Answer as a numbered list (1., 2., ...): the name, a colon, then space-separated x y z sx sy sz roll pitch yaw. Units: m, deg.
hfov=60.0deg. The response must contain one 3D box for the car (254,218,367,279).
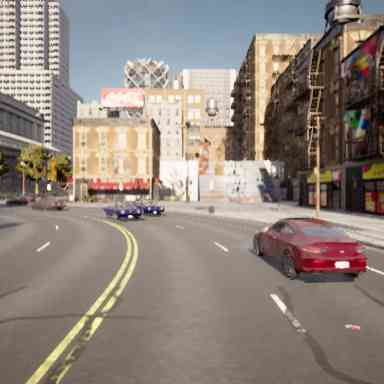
1. car: 3.238 1.487 9.885 1.812 1.442 4.674 0 0 -5

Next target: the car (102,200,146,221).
1. car: -5.696 1.499 26.472 1.895 1.301 4.718 0 0 -31

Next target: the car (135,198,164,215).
1. car: -4.519 1.482 30.931 1.895 1.301 4.718 0 0 -35

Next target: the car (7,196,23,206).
1. car: -25.737 1.327 50.326 4.674 1.452 2.002 0 0 20

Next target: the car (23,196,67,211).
1. car: -16.763 1.400 38.211 5.357 1.411 2.033 0 0 35

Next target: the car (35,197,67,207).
1. car: -20.435 1.410 48.153 4.718 1.301 1.895 0 0 30
